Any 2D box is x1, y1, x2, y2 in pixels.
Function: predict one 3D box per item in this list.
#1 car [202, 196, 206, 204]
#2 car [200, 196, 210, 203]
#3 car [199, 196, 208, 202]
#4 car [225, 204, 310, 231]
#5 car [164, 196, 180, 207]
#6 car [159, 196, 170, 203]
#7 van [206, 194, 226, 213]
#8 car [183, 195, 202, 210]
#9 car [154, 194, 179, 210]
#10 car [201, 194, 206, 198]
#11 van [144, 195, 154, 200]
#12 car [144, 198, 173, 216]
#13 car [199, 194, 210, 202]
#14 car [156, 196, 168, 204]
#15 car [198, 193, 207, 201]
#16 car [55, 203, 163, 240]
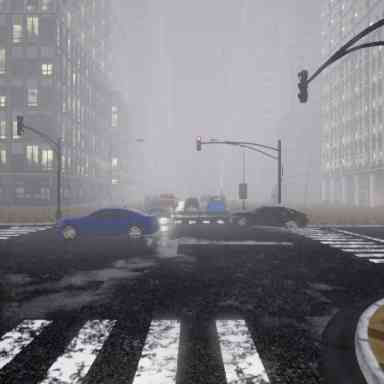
[{"bbox_3d":[2.623,1.544,41.452,1.887,1.381,4.507,0,0,0],"label":"car"},{"bbox_3d":[2.710,1.542,69.145,1.887,1.381,4.507,0,0,0],"label":"car"},{"bbox_3d":[2.755,1.561,80.225,1.947,1.339,4.313,0,0,0],"label":"car"},{"bbox_3d":[4.856,1.552,21.014,4.892,1.490,1.837,2,1,16],"label":"car"},{"bbox_3d":[-3.138,1.491,53.229,2.128,1.511,4.902,0,0,0],"label":"car"},{"bbox_3d":[-5.670,1.548,69.178,2.008,1.369,4.403,0,0,0],"label":"car"},{"bbox_3d":[2.692,1.340,35.914,1.690,1.788,3.998,0,0,0],"label":"van"},{"bbox_3d":[-0.011,1.503,42.552,1.837,1.490,4.892,0,0,1],"label":"car"},{"bbox_3d":[-3.179,1.221,42.925,2.150,2.045,5.566,0,0,1],"label":"car"},{"bbox_3d":[2.689,1.313,63.606,2.192,1.841,5.009,0,0,0],"label":"car"},{"bbox_3d":[-5.757,1.340,47.022,1.690,1.788,3.998,0,0,0],"label":"van"},{"bbox_3d":[-3.226,1.600,32.880,1.895,1.301,4.718,0,0,0],"label":"car"},{"bbox_3d":[2.733,1.311,74.685,2.192,1.841,5.009,0,0,0],"label":"car"},{"bbox_3d":[-5.692,1.564,63.639,1.947,1.339,4.313,0,0,0],"label":"car"},{"bbox_3d":[2.778,1.309,85.764,2.192,1.841,5.009,0,0,0],"label":"car"},{"bbox_3d":[-4.119,1.473,16.460,5.008,1.535,1.882,0,0,-1],"label":"car"}]
